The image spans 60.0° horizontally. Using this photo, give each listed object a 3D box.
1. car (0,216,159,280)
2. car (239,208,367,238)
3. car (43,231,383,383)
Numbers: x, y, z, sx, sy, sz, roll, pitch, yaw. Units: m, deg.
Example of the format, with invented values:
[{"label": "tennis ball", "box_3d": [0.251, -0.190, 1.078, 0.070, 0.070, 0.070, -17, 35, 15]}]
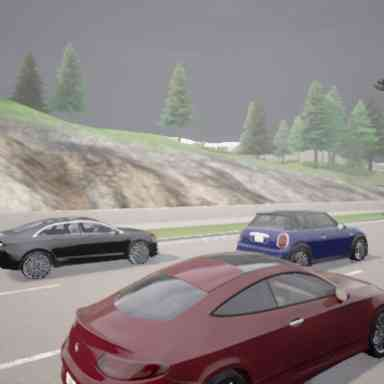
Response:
[{"label": "car", "box_3d": [-3.315, 1.488, 9.969, 4.902, 1.511, 2.128, 0, 0, -36]}, {"label": "car", "box_3d": [3.621, 1.342, 10.619, 4.553, 1.767, 2.097, 0, 0, -36]}, {"label": "car", "box_3d": [0.802, 1.522, 4.309, 4.674, 1.442, 1.812, 0, 0, -36]}]
